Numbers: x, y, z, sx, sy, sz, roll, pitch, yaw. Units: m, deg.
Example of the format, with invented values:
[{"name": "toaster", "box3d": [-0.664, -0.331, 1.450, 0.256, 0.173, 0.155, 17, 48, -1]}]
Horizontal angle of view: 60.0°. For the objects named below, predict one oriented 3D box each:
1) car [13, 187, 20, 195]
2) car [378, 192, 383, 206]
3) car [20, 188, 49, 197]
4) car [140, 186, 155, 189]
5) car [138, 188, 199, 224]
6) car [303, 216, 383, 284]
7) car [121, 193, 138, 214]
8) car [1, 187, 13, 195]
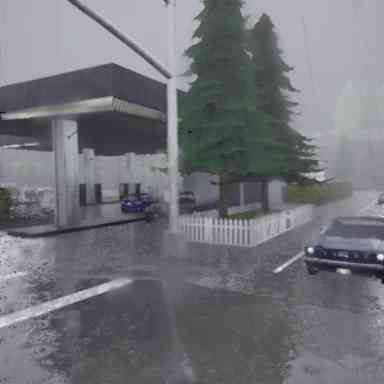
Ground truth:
[{"name": "car", "box3d": [-42.174, -0.247, 78.222, 4.605, 1.855, 1.932, 0, 2, 32]}, {"name": "car", "box3d": [18.646, 0.515, 31.107, 1.994, 1.385, 4.181, 0, 2, 33]}, {"name": "car", "box3d": [-29.879, 0.172, 62.992, 4.514, 1.523, 2.007, 0, 2, 32]}, {"name": "car", "box3d": [-11.746, -0.469, 77.388, 5.027, 1.636, 2.152, 0, 2, 32]}, {"name": "car", "box3d": [-1.164, 0.880, 20.655, 1.905, 1.878, 3.866, 0, 2, 32]}, {"name": "car", "box3d": [4.578, 1.388, 9.240, 1.895, 1.301, 4.718, 0, 2, 34]}, {"name": "car", "box3d": [-3.655, 0.906, 27.340, 2.242, 1.667, 4.611, 0, 2, 32]}, {"name": "car", "box3d": [-43.368, -0.176, 75.542, 3.866, 1.878, 1.905, 0, 2, 32]}]
